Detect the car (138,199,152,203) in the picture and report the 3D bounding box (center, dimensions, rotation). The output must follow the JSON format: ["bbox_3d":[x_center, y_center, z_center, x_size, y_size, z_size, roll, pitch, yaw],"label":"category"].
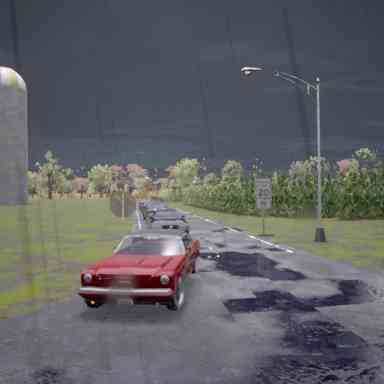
[{"bbox_3d":[-4.454,1.710,35.732,2.033,1.411,5.357,-1,0,-10],"label":"car"}]

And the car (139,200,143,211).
[{"bbox_3d":[-3.417,1.701,29.866,1.994,1.385,4.181,-1,0,-10],"label":"car"}]

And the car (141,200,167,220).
[{"bbox_3d":[-2.306,1.600,23.444,2.128,1.511,4.902,-1,0,-10],"label":"car"}]

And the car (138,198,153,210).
[{"bbox_3d":[-6.733,1.695,48.170,1.882,1.535,5.008,-1,0,-11],"label":"car"}]

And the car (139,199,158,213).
[{"bbox_3d":[-5.608,1.682,42.084,2.128,1.511,4.902,-1,0,-10],"label":"car"}]

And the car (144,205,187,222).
[{"bbox_3d":[-1.353,1.649,17.798,1.994,1.385,4.181,-1,0,-10],"label":"car"}]

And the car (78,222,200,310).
[{"bbox_3d":[-0.939,1.661,8.162,1.895,1.301,4.718,-1,0,7],"label":"car"}]
